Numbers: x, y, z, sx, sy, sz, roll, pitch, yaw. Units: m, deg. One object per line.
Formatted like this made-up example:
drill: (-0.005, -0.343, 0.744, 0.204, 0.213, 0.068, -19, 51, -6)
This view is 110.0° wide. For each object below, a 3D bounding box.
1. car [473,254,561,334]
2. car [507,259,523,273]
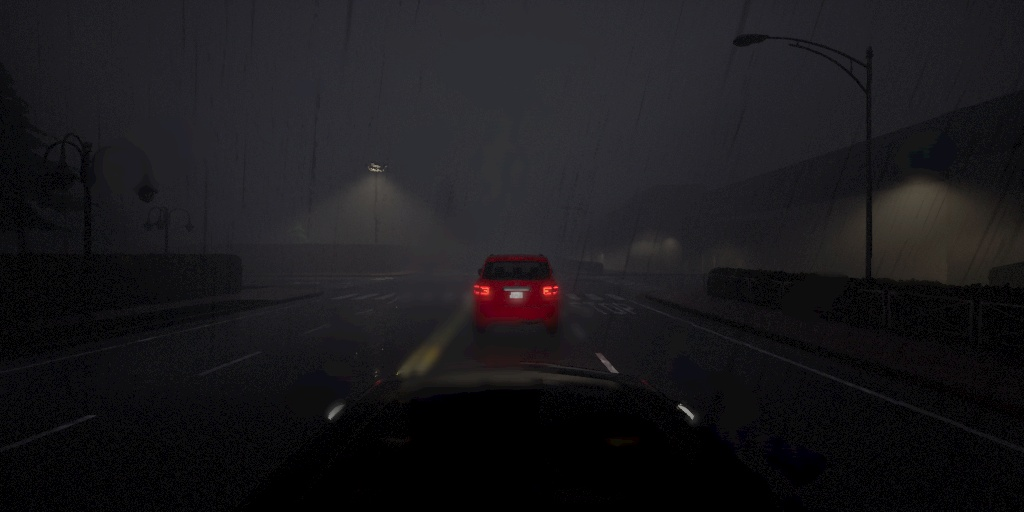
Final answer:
car: (0.123, 0.973, 10.746, 2.150, 2.045, 5.566, 0, 0, 0)
car: (0.364, 1.236, 45.598, 1.882, 1.535, 5.008, 0, 0, 1)
